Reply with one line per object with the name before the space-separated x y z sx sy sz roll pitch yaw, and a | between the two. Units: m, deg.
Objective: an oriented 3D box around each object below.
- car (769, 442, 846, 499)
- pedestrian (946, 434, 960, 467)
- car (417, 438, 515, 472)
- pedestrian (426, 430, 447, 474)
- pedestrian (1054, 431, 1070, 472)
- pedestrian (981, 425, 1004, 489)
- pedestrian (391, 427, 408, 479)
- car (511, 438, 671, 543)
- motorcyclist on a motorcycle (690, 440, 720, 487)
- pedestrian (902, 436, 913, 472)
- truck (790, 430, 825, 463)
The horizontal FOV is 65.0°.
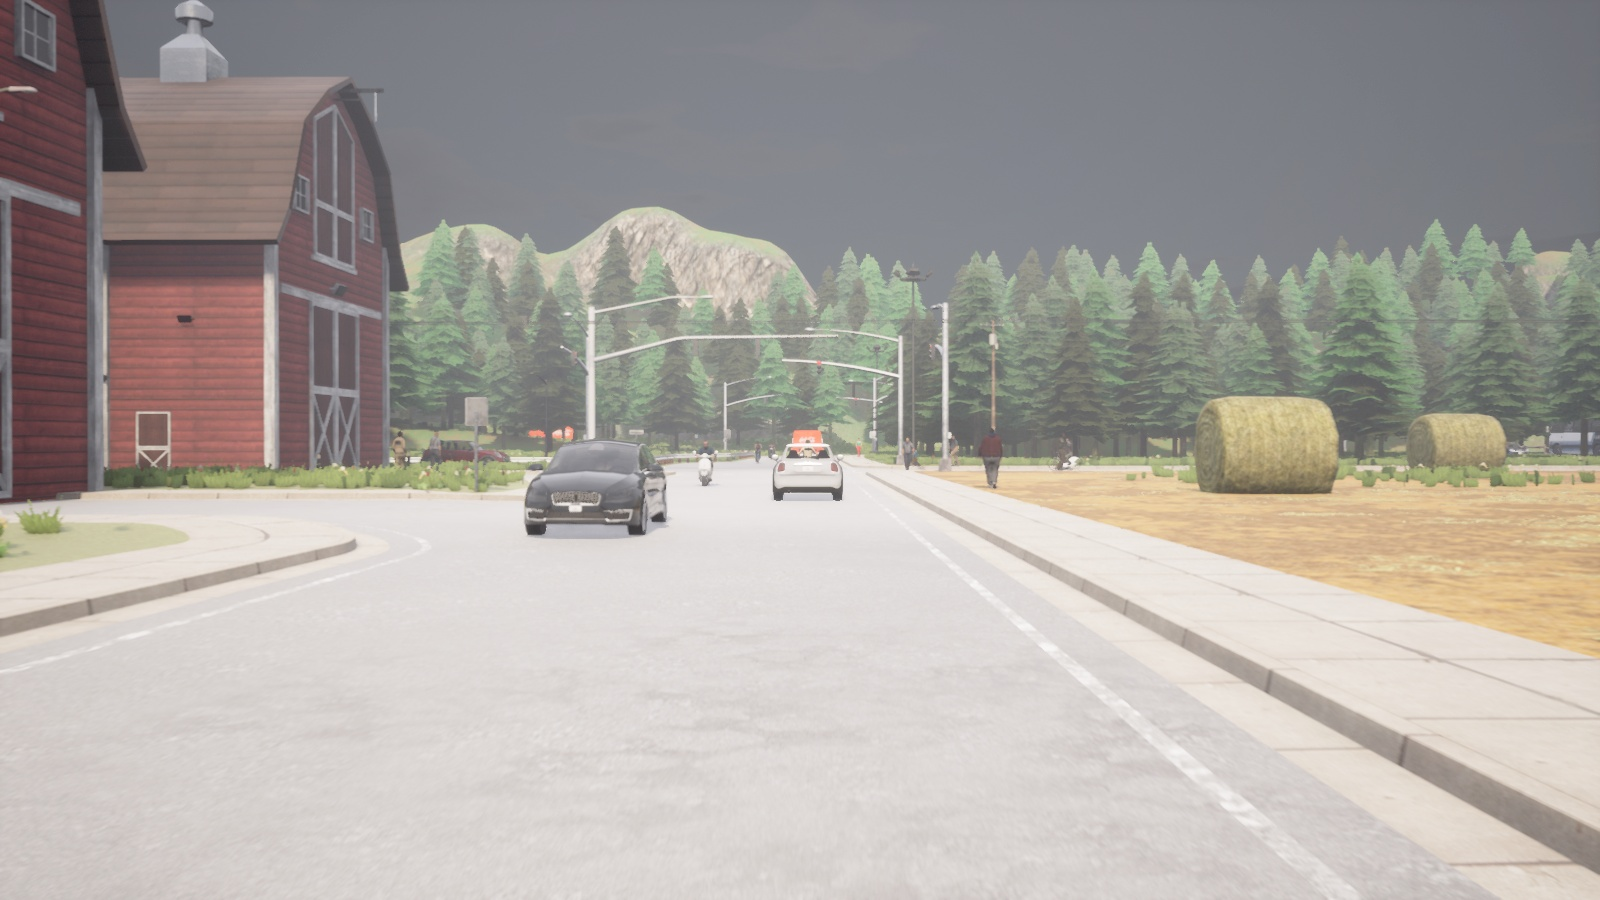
car | 0.210 0.520 34.131 1.970 1.475 3.806 0 0 0
pedestrian | 8.844 0.027 72.561 0.694 1.848 0.540 0 0 -1
car | -17.563 0.245 66.186 4.553 1.767 2.097 0 0 1
pedestrian | -15.372 0.078 53.079 0.540 1.848 0.694 0 0 16
pedestrian | 12.537 0.081 60.073 0.692 1.930 0.395 0 0 5
pedestrian | 5.618 0.200 36.687 0.634 1.844 0.899 0 0 8
pedestrian | -15.052 0.111 47.179 0.396 1.930 0.692 0 0 1
car | -3.361 0.581 21.127 1.837 1.490 4.892 1 1 0
motorcyclist on a motorcycle | -3.240 0.455 42.977 0.866 1.590 1.817 0 0 0
pedestrian | 5.628 0.200 65.728 0.540 1.848 0.694 0 0 8
truck | 0.579 -0.290 97.585 2.627 2.467 5.204 0 0 1
